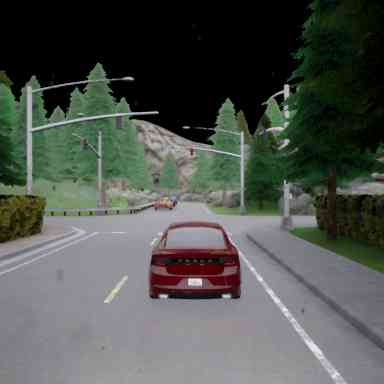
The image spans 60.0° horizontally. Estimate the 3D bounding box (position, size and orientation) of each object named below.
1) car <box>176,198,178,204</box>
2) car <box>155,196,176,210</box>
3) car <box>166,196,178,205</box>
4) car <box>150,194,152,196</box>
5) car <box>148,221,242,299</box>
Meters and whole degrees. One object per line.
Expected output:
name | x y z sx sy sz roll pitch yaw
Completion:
car | -3.534 1.478 51.731 1.882 1.535 5.008 0 0 0
car | -3.554 1.352 42.594 2.097 1.767 4.553 0 0 0
car | -3.751 1.478 61.905 1.882 1.535 5.008 0 0 -6
car | -10.937 1.355 79.637 4.553 1.767 2.097 0 0 24
car | 0.075 1.478 8.490 1.882 1.535 5.008 0 0 0
